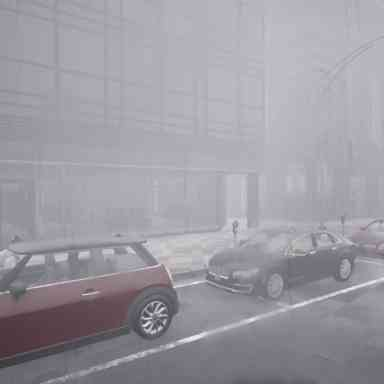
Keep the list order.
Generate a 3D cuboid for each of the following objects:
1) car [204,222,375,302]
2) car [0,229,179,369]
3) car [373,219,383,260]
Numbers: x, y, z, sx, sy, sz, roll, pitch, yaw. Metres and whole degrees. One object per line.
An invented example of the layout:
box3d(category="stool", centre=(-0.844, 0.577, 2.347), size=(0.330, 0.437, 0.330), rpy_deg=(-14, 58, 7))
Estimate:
box3d(category="car", centre=(2.308, 1.550, 8.171), size=(4.403, 1.369, 2.008), rpy_deg=(0, 0, -35))
box3d(category="car", centre=(-2.298, 1.440, 4.901), size=(4.097, 1.590, 1.967), rpy_deg=(0, 0, -35))
box3d(category="car", centre=(6.913, 1.580, 11.441), size=(4.206, 1.307, 1.802), rpy_deg=(0, 0, -35))
